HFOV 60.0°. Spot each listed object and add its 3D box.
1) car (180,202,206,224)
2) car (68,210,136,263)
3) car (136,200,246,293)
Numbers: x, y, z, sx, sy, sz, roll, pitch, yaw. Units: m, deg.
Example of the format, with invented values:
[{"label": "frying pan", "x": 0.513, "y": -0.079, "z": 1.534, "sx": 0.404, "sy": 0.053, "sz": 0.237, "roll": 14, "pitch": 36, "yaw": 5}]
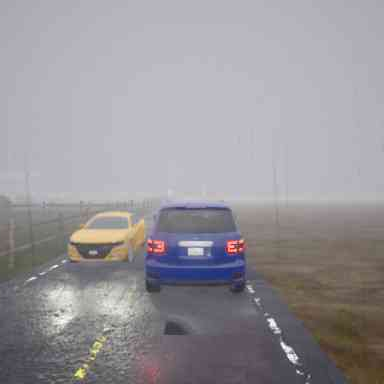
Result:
[{"label": "car", "x": 0.066, "y": 1.543, "z": 26.162, "sx": 1.812, "sy": 1.442, "sz": 4.674, "roll": 0, "pitch": 0, "yaw": 0}, {"label": "car", "x": -2.860, "y": 1.483, "z": 12.127, "sx": 1.882, "sy": 1.535, "sz": 5.008, "roll": 0, "pitch": 0, "yaw": 0}, {"label": "car", "x": 0.077, "y": 1.226, "z": 9.021, "sx": 2.150, "sy": 2.045, "sz": 5.566, "roll": 0, "pitch": 0, "yaw": 0}]
